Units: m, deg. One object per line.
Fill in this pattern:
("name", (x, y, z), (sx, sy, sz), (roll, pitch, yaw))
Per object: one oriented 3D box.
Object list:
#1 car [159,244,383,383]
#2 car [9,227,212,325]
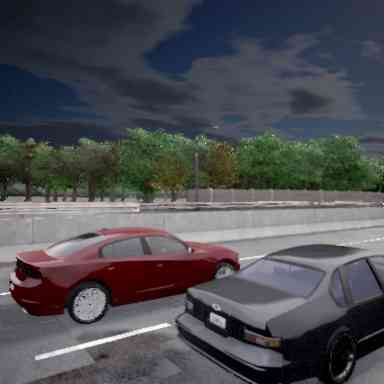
("car", (2.345, 1.602, 5.421), (5.357, 1.411, 2.033), (1, 0, -36))
("car", (-1.113, 1.513, 7.254), (5.008, 1.535, 1.882), (1, 0, -36))
